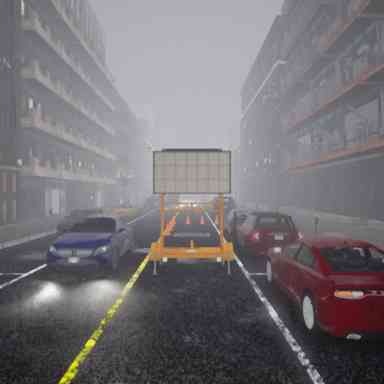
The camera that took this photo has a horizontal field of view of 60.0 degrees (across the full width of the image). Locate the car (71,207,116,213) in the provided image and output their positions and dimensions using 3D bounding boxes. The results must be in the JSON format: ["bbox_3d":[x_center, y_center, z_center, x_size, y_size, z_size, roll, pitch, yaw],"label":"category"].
[{"bbox_3d":[-5.689,1.562,17.861,1.947,1.339,4.313,0,0,0],"label":"car"}]

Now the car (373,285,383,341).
[{"bbox_3d":[2.691,1.566,0.949,1.947,1.339,4.313,0,0,0],"label":"car"}]

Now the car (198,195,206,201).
[{"bbox_3d":[2.694,1.489,80.029,1.752,1.417,4.829,0,0,0],"label":"car"}]

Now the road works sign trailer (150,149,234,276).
[{"bbox_3d":[0.000,0.463,10.355,2.380,3.560,2.880,0,0,0],"label":"road works sign trailer"}]

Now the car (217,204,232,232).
[{"bbox_3d":[2.692,1.547,17.858,2.008,1.369,4.403,0,0,0],"label":"car"}]

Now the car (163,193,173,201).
[{"bbox_3d":[-5.686,1.279,79.863,2.192,1.841,5.009,0,0,0],"label":"car"}]

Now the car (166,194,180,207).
[{"bbox_3d":[-3.093,1.202,52.027,2.150,2.045,5.566,0,0,0],"label":"car"}]

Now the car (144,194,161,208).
[{"bbox_3d":[-5.688,1.424,46.045,1.967,1.590,4.097,0,0,0],"label":"car"}]

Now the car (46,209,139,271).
[{"bbox_3d":[-3.100,1.524,11.042,1.812,1.442,4.674,0,0,0],"label":"car"}]

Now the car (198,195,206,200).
[{"bbox_3d":[2.694,1.500,91.131,1.887,1.381,4.507,0,0,0],"label":"car"}]

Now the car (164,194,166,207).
[{"bbox_3d":[-5.687,1.296,51.681,2.192,1.841,5.009,0,0,0],"label":"car"}]

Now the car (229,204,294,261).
[{"bbox_3d":[2.692,1.438,12.222,1.967,1.590,4.097,0,0,0],"label":"car"}]

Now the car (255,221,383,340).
[{"bbox_3d":[2.692,1.544,6.586,1.887,1.381,4.507,0,0,0],"label":"car"}]

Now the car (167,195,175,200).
[{"bbox_3d":[-5.686,1.500,91.136,1.887,1.381,4.507,0,0,0],"label":"car"}]

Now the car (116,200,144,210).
[{"bbox_3d":[-5.688,1.518,28.965,1.752,1.417,4.829,0,0,0],"label":"car"}]

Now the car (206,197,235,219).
[{"bbox_3d":[2.694,1.307,29.131,2.192,1.841,5.009,0,0,0],"label":"car"}]
